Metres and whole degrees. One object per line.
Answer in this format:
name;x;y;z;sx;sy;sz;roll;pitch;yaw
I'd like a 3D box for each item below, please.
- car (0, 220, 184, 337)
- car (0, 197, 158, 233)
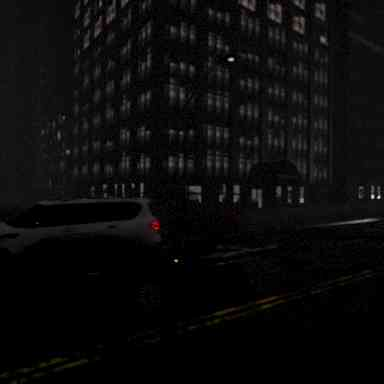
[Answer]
car;-2.325;1.519;6.015;4.674;1.442;1.812;-2;1;-35
car;-3.571;1.180;9.328;5.566;2.045;2.150;-1;1;-32
